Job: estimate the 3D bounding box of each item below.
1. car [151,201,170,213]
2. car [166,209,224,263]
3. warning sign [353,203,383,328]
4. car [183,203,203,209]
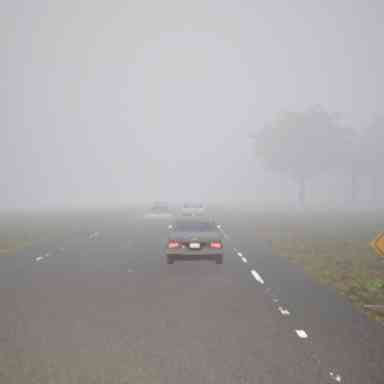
[{"bbox_3d":[-3.588,1.705,38.569,1.895,1.301,4.718,0,0,0],"label":"car"},{"bbox_3d":[0.090,1.584,12.039,2.033,1.411,5.357,0,0,0],"label":"car"},{"bbox_3d":[3.563,1.134,5.461,1.300,1.860,1.060,1,1,0],"label":"warning sign"},{"bbox_3d":[0.100,1.683,30.379,1.895,1.301,4.718,0,0,0],"label":"car"}]
